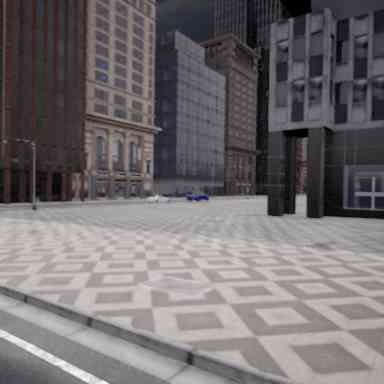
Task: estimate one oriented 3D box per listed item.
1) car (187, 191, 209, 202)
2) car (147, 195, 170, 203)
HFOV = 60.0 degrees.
[{"bbox_3d":[1.177,0.854,65.636,2.150,2.045,5.566,1,1,35],"label":"car"},{"bbox_3d":[-5.616,1.210,55.985,1.812,1.442,4.674,1,1,36],"label":"car"}]
